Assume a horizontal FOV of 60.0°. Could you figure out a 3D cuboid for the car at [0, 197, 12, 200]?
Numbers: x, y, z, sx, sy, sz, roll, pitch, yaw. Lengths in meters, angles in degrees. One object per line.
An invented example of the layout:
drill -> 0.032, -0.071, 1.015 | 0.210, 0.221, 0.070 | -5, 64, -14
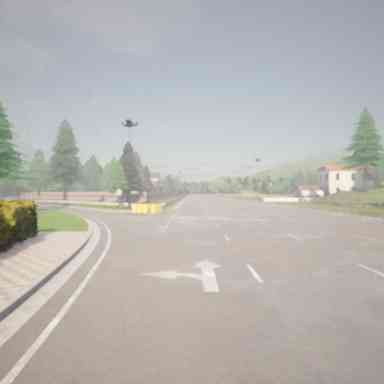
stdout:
car -> -38.715, 1.742, 68.332 | 4.902, 1.511, 2.128 | 0, 0, 40
